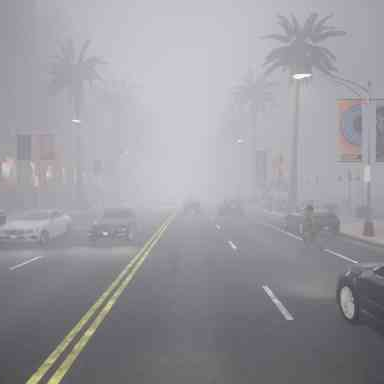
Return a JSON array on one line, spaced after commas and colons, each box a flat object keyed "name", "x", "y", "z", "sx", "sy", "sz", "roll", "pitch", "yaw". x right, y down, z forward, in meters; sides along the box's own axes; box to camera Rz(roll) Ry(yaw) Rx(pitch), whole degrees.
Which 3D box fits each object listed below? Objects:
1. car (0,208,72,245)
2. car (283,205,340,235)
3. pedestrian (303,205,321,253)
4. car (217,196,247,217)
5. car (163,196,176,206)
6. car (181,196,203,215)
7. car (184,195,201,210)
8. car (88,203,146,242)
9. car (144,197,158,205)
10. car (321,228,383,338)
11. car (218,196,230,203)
[{"name": "car", "x": -7.141, "y": 1.525, "z": 15.628, "sx": 1.812, "sy": 1.442, "sz": 4.674, "roll": 0, "pitch": 0, "yaw": 0}, {"name": "car", "x": 6.538, "y": 1.481, "z": 18.604, "sx": 2.231, "sy": 1.521, "sz": 4.892, "roll": 0, "pitch": 0, "yaw": 0}, {"name": "pedestrian", "x": 4.382, "y": 1.294, "z": 12.192, "sx": 0.375, "sy": 1.860, "sz": 0.375, "roll": 0, "pitch": 0, "yaw": 0}, {"name": "car", "x": 3.518, "y": 1.352, "z": 31.035, "sx": 2.097, "sy": 1.767, "sz": 4.553, "roll": 0, "pitch": 0, "yaw": 0}, {"name": "car", "x": -3.694, "y": 1.491, "z": 55.213, "sx": 2.128, "sy": 1.511, "sz": 4.902, "roll": 0, "pitch": 0, "yaw": 0}, {"name": "car", "x": 0.008, "y": 1.506, "z": 33.817, "sx": 1.837, "sy": 1.490, "sz": 4.892, "roll": 0, "pitch": 0, "yaw": 0}, {"name": "car", "x": -0.014, "y": 1.352, "z": 44.309, "sx": 2.097, "sy": 1.767, "sz": 4.553, "roll": 0, "pitch": 0, "yaw": -1}, {"name": "car", "x": -3.643, "y": 1.505, "z": 16.367, "sx": 1.837, "sy": 1.490, "sz": 4.892, "roll": 0, "pitch": 0, "yaw": 0}, {"name": "car", "x": -7.162, "y": 1.564, "z": 58.223, "sx": 1.994, "sy": 1.385, "sz": 4.181, "roll": 0, "pitch": 0, "yaw": 1}, {"name": "car", "x": 3.556, "y": 1.505, "z": 4.215, "sx": 1.837, "sy": 1.490, "sz": 4.892, "roll": 0, "pitch": 0, "yaw": 0}, {"name": "car", "x": 6.719, "y": 1.513, "z": 69.909, "sx": 2.161, "sy": 1.482, "sz": 4.786, "roll": 0, "pitch": 0, "yaw": 0}]
